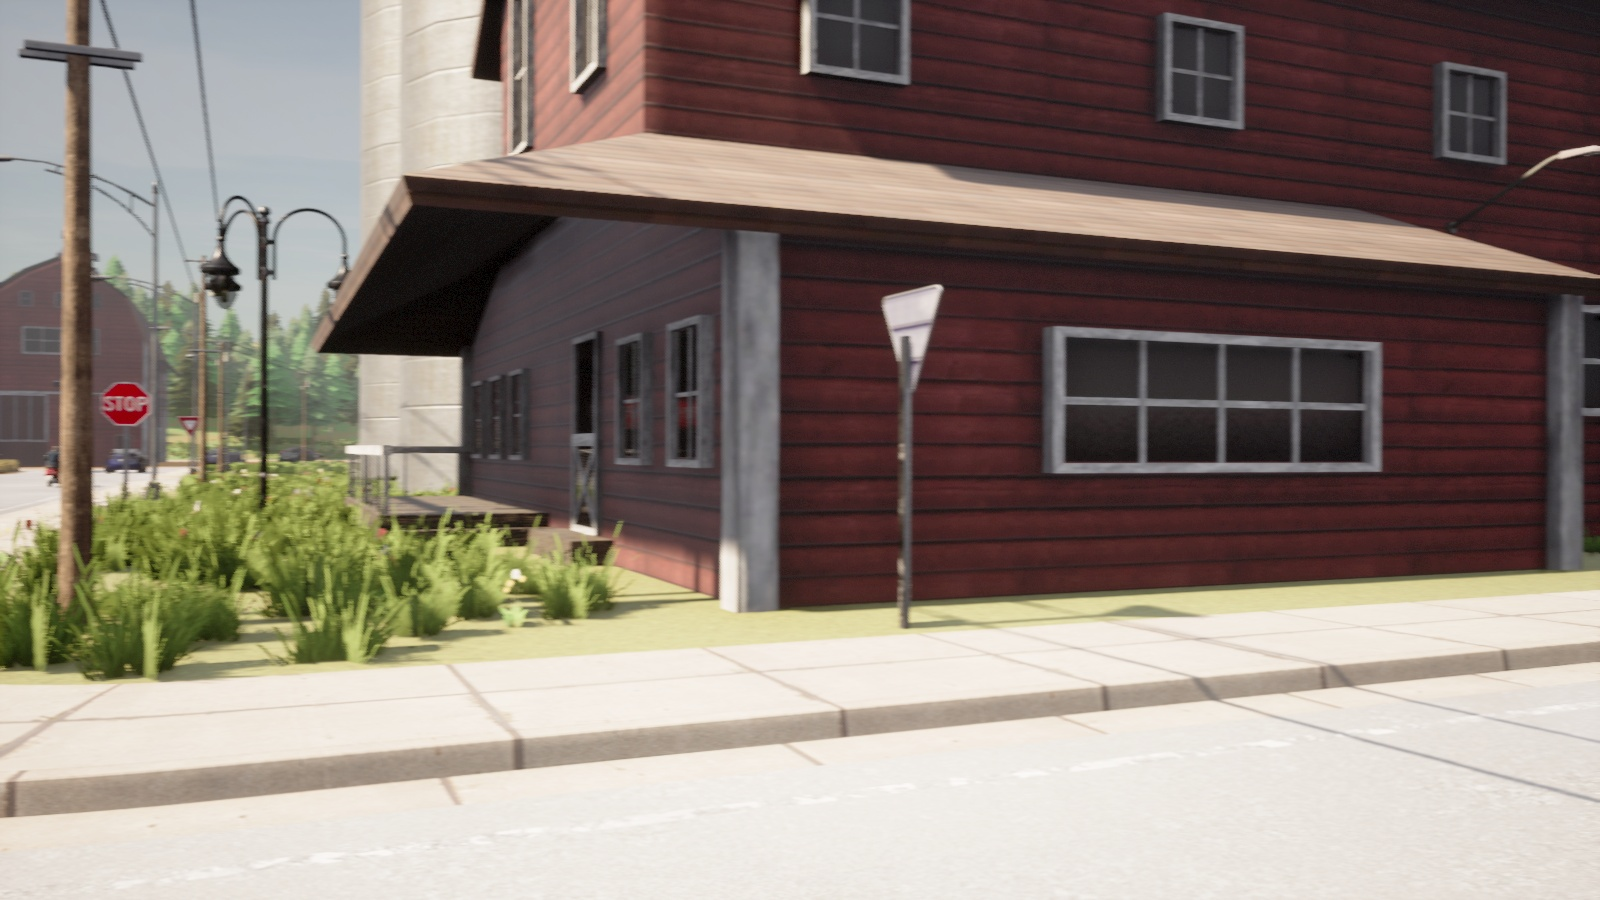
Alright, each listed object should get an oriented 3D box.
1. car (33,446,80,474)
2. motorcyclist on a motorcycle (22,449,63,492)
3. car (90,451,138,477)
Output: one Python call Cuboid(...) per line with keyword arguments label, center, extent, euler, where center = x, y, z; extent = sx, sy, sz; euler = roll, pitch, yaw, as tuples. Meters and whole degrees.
Cuboid(label="car", center=(-46.183, 0.614, 77.969), extent=(2.152, 1.651, 5.027), euler=(0, 0, -35))
Cuboid(label="motorcyclist on a motorcycle", center=(-28.943, 0.765, 47.996), extent=(0.866, 1.590, 1.817), euler=(0, 0, -16))
Cuboid(label="car", center=(-41.323, 0.831, 75.740), extent=(2.163, 1.488, 4.792), euler=(0, 0, -24))
